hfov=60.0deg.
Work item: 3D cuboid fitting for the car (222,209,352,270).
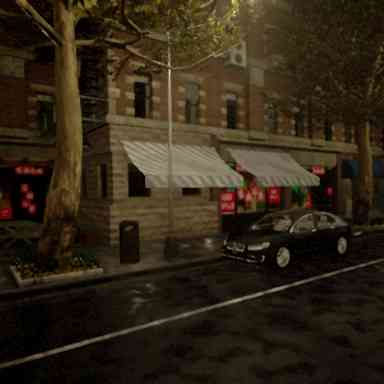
[{"bbox_3d":[3.146,1.327,10.556,4.892,1.521,2.231,-1,1,-35],"label":"car"}]
